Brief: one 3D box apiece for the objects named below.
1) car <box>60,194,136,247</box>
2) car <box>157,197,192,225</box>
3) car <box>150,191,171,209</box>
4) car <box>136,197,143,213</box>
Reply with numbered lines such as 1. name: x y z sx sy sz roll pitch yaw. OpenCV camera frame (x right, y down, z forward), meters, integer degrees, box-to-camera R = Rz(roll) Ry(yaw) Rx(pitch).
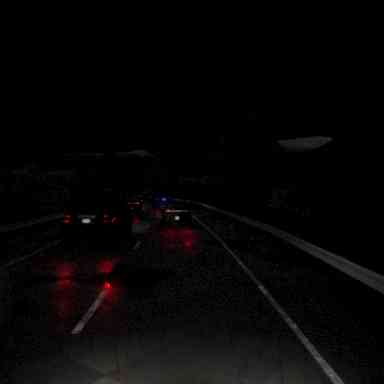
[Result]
1. car: -3.975 1.111 14.618 2.150 2.045 5.566 0 0 -4
2. car: -1.091 1.321 22.159 2.128 1.511 4.902 0 1 -5
3. car: -3.787 0.912 40.643 2.150 2.045 5.566 0 1 -12
4. car: -5.920 1.242 32.934 2.128 1.511 4.902 0 0 -9
